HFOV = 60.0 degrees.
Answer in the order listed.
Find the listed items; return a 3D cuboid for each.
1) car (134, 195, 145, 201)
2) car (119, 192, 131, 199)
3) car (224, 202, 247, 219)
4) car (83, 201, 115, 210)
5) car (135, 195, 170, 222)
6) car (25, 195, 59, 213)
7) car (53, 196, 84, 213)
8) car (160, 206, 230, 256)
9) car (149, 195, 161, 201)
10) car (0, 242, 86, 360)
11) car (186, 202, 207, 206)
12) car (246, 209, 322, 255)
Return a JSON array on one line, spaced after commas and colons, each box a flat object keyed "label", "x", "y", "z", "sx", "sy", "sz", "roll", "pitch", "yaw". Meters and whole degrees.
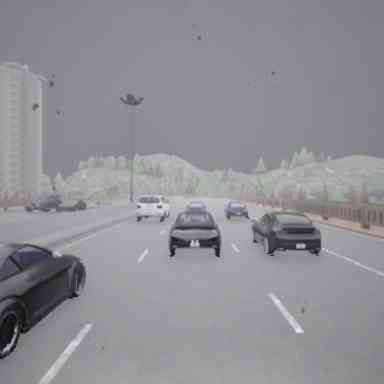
[{"label": "car", "x": -12.283, "y": 1.386, "z": 78.483, "sx": 1.812, "sy": 1.442, "sz": 4.674, "roll": 0, "pitch": 0, "yaw": 2}, {"label": "car", "x": -15.771, "y": 1.053, "z": 78.971, "sx": 2.150, "sy": 2.045, "sz": 5.566, "roll": 0, "pitch": 0, "yaw": 2}, {"label": "car", "x": 3.903, "y": 1.604, "z": 29.643, "sx": 1.812, "sy": 1.442, "sz": 4.674, "roll": 0, "pitch": 0, "yaw": 1}, {"label": "car", "x": -10.078, "y": 1.699, "z": 37.059, "sx": 1.895, "sy": 1.301, "sz": 4.718, "roll": 0, "pitch": 0, "yaw": 2}, {"label": "car", "x": -3.150, "y": 1.295, "z": 27.584, "sx": 2.150, "sy": 2.045, "sz": 5.566, "roll": 0, "pitch": 0, "yaw": 2}, {"label": "car", "x": -17.034, "y": 1.323, "z": 38.554, "sx": 2.150, "sy": 2.045, "sz": 5.566, "roll": 0, "pitch": 0, "yaw": 2}, {"label": "car", "x": -13.547, "y": 1.578, "z": 38.062, "sx": 1.882, "sy": 1.535, "sz": 5.008, "roll": 0, "pitch": 0, "yaw": 2}, {"label": "car", "x": 0.113, "y": 1.527, "z": 13.344, "sx": 2.128, "sy": 1.511, "sz": 4.902, "roll": 0, "pitch": 0, "yaw": 0}, {"label": "car", "x": -8.785, "y": 1.386, "z": 78.382, "sx": 2.128, "sy": 1.511, "sz": 4.902, "roll": 0, "pitch": 0, "yaw": 2}, {"label": "car", "x": -3.429, "y": 1.581, "z": 5.948, "sx": 1.994, "sy": 1.385, "sz": 4.181, "roll": 0, "pitch": 0, "yaw": 0}, {"label": "car", "x": 0.401, "y": 1.604, "z": 29.608, "sx": 1.812, "sy": 1.442, "sz": 4.674, "roll": 0, "pitch": 0, "yaw": 1}, {"label": "car", "x": 3.614, "y": 1.541, "z": 13.420, "sx": 1.837, "sy": 1.490, "sz": 4.892, "roll": 0, "pitch": 0, "yaw": 0}]
